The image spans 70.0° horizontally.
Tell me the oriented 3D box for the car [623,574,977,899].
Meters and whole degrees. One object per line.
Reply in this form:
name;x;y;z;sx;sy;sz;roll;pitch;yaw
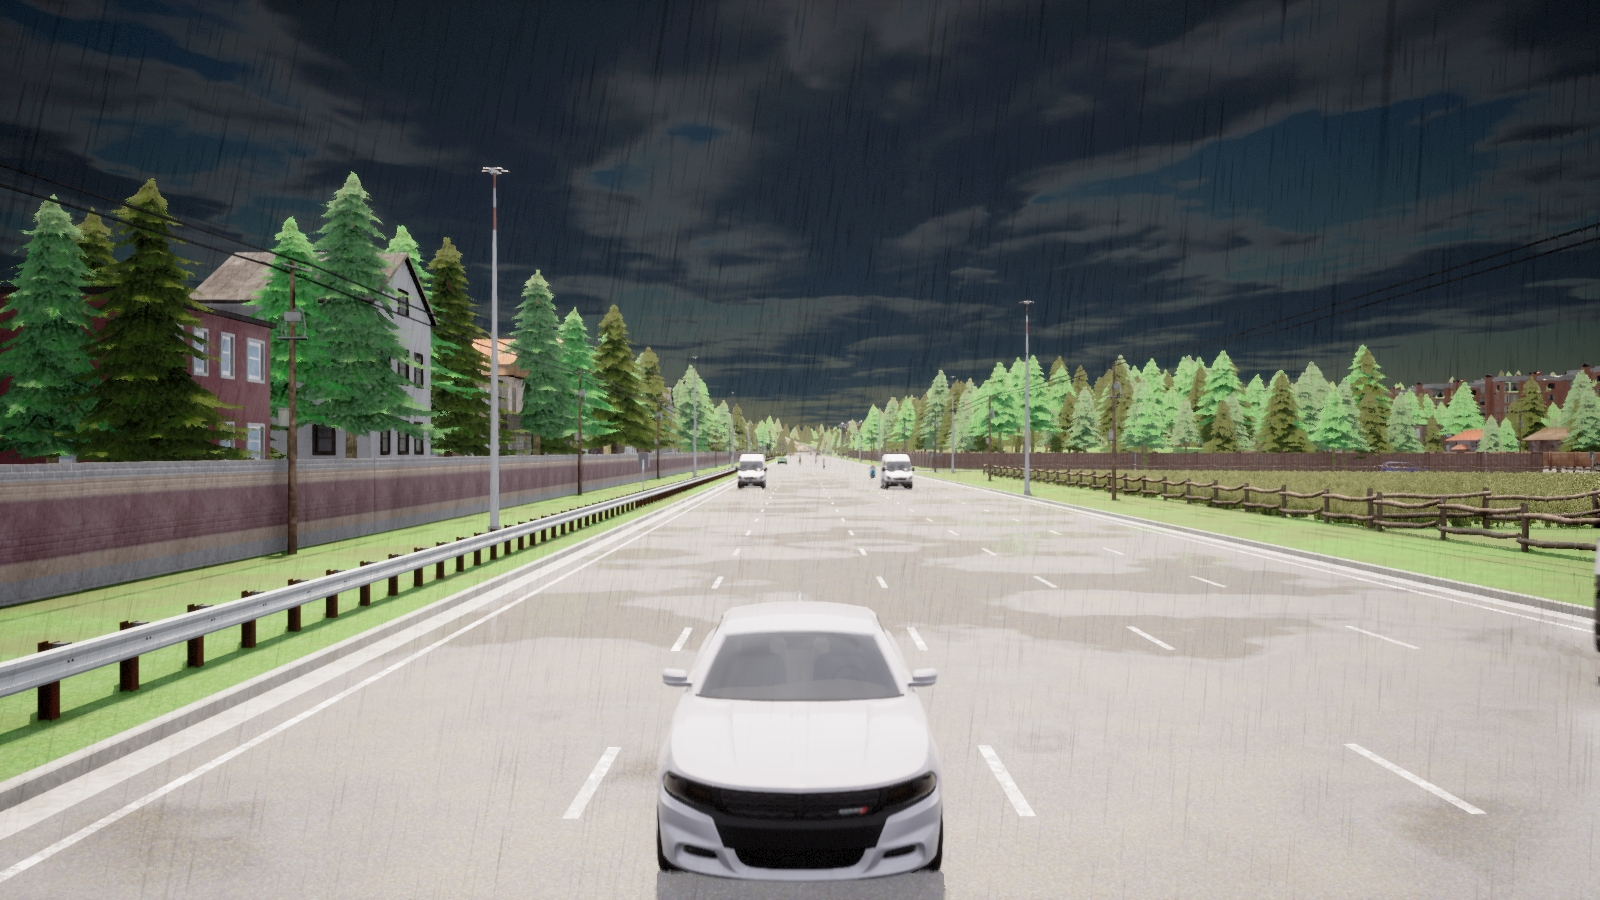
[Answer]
car;-0.002;2.041;9.277;2.097;1.535;5.006;0;0;0

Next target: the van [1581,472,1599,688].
van;10.495;1.542;10.944;1.988;2.561;5.915;0;0;0
